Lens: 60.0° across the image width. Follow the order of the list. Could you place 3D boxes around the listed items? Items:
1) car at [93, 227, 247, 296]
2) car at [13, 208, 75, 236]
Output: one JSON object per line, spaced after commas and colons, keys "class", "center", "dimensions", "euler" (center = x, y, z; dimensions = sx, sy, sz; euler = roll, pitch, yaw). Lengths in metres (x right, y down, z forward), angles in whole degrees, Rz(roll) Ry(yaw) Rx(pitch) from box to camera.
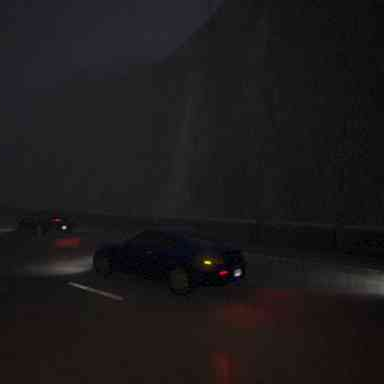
{"class": "car", "center": [-0.750, 1.685, 9.096], "dimensions": [4.674, 1.442, 1.812], "euler": [0, -1, 38]}
{"class": "car", "center": [-9.054, 1.734, 20.158], "dimensions": [4.892, 1.490, 1.837], "euler": [0, -1, 38]}
